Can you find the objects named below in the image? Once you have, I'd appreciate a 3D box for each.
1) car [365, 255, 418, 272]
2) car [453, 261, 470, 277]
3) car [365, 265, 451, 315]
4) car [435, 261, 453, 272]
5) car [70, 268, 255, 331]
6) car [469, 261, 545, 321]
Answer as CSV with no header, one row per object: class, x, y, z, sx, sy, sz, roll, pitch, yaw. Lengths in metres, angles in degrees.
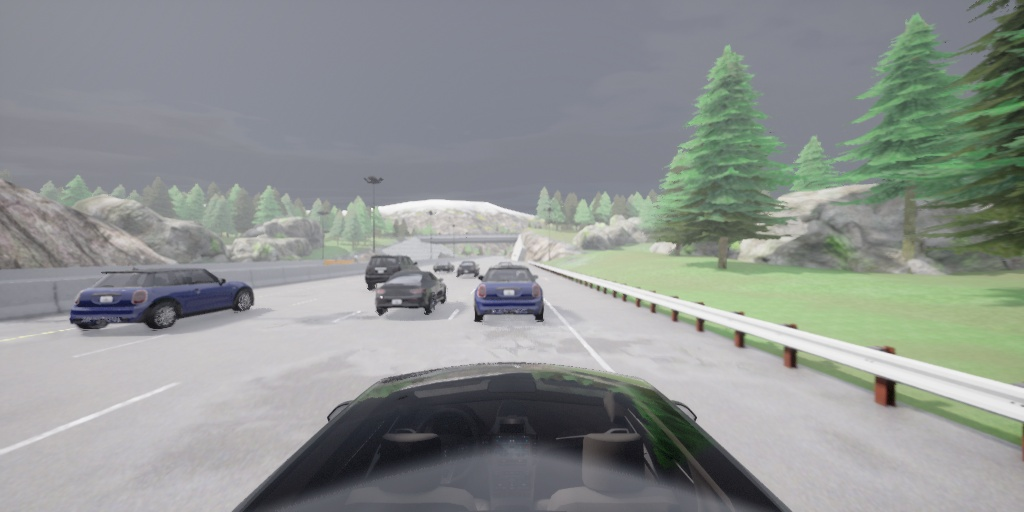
car,-7.362,0.954,22.635,2.150,2.045,5.566,0,0,-1
car,-4.134,1.200,34.176,1.812,1.442,4.674,0,0,-1
car,-3.650,1.263,13.503,1.812,1.442,4.674,0,0,-1
car,-7.785,1.277,41.347,1.895,1.301,4.718,0,0,-1
car,-10.608,1.142,11.462,2.097,1.767,4.553,0,0,-1
car,-0.127,1.069,12.406,2.097,1.767,4.553,0,0,-1
